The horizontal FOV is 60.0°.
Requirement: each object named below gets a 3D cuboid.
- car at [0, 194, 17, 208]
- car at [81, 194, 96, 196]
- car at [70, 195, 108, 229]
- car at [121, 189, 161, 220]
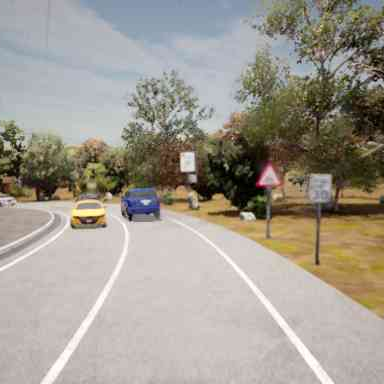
[{"bbox_3d":[-30.339,1.392,53.175,5.566,2.045,2.150,-3,4,35],"label":"car"},{"bbox_3d":[-12.774,0.977,40.770,1.837,1.490,4.892,-4,2,-36],"label":"car"},{"bbox_3d":[-6.148,1.226,19.930,1.882,1.535,5.008,-2,1,-17],"label":"car"},{"bbox_3d":[-3.795,0.811,23.917,2.150,2.045,5.566,-2,1,-18],"label":"car"}]
